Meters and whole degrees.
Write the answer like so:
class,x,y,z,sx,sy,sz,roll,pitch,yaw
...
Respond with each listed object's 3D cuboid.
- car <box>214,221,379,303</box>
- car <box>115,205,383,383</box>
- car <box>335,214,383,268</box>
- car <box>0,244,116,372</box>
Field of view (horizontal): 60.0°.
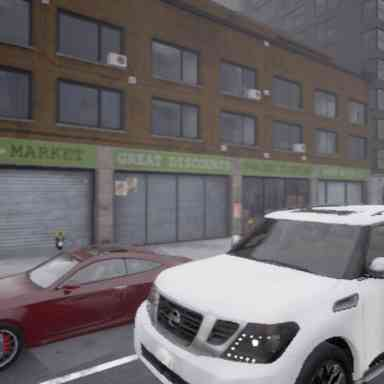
class,x,y,z,sx,sy,sz,roll,pitch,yaw
car,2.888,1.603,8.826,4.313,1.339,1.947,0,0,-36
car,1.996,1.244,4.788,5.566,2.045,2.150,0,0,-35
car,7.364,1.590,12.019,4.829,1.417,1.752,0,0,-36
car,-1.727,1.591,5.535,4.206,1.307,1.802,0,0,-36
